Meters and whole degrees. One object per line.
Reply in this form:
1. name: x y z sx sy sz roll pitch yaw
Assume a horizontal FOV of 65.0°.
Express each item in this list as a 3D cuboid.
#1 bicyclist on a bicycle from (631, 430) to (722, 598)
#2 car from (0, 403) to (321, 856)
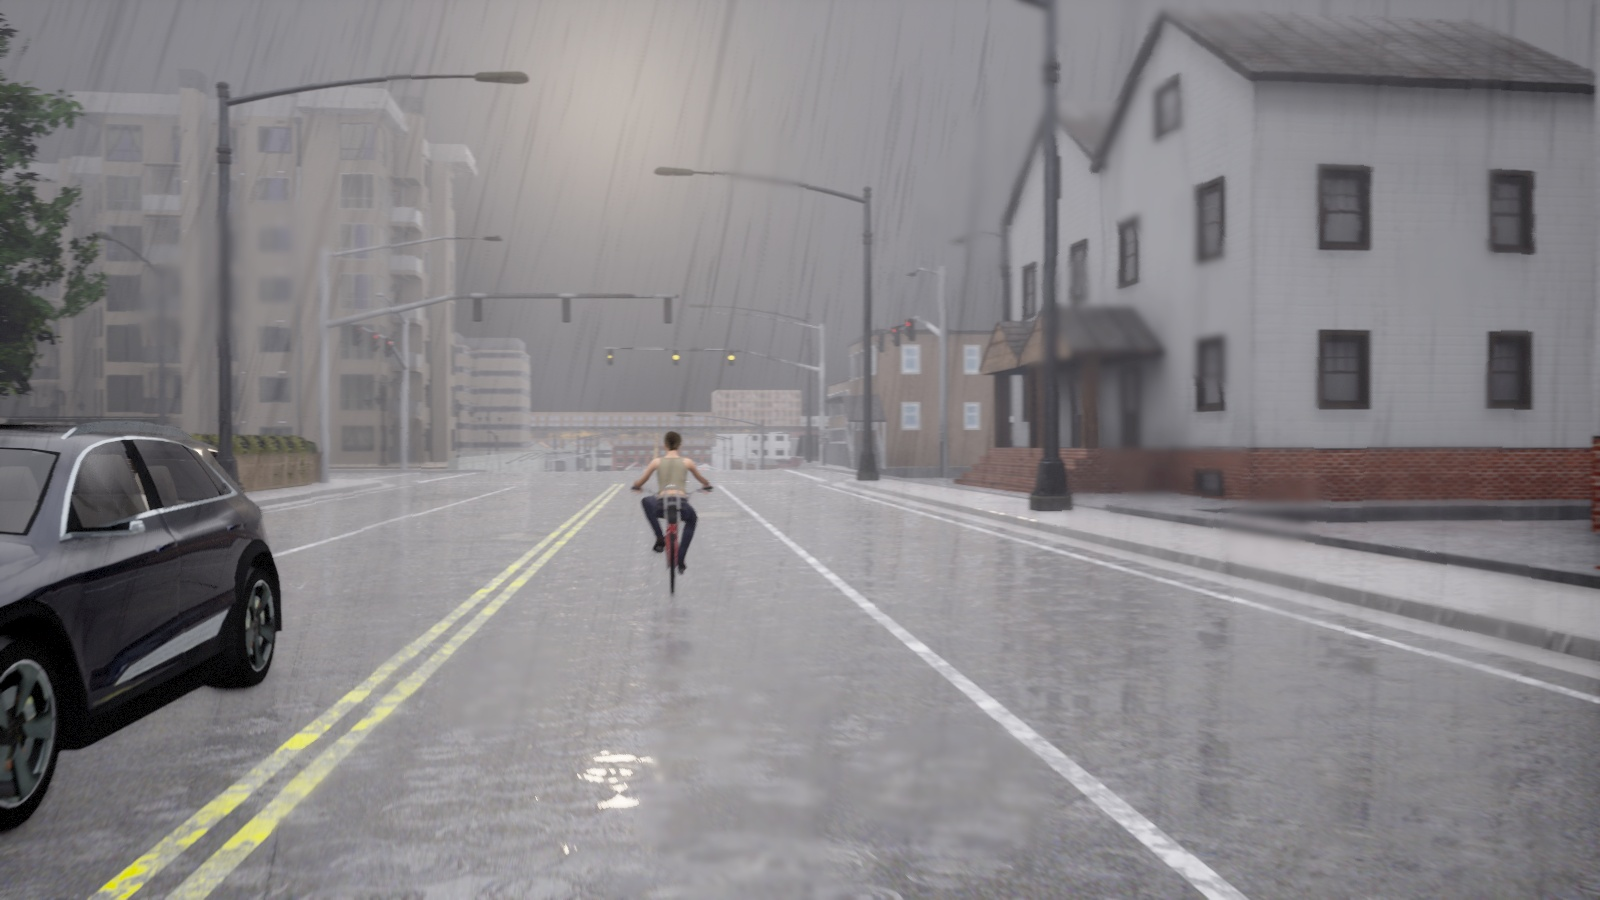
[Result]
1. bicyclist on a bicycle: -1.269 0.610 12.885 0.866 1.612 1.509 0 0 -6
2. car: -4.103 0.644 6.231 2.033 1.649 4.856 0 0 -6
